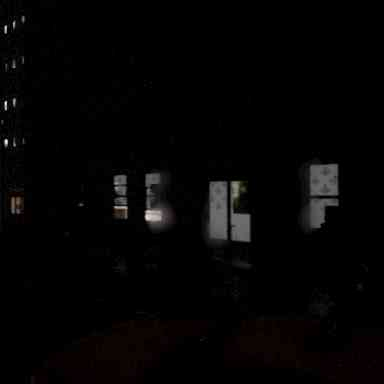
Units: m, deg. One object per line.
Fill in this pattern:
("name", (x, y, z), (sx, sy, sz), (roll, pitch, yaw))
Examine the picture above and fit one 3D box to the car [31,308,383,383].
("car", (0.701, 1.527, 2.379), (4.829, 1.417, 1.752), (0, 0, 36))
